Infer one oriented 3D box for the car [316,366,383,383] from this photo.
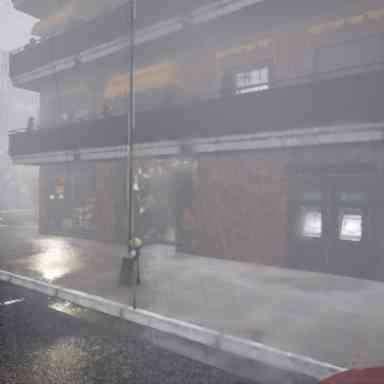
[{"bbox_3d":[2.532,1.547,1.056,4.507,1.381,1.887,0,1,35],"label":"car"}]
